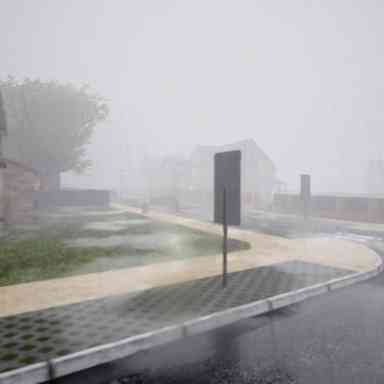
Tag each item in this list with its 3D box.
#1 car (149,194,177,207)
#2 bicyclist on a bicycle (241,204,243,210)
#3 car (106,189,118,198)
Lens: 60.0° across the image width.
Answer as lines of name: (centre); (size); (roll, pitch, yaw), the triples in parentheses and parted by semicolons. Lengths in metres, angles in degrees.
car: (-3.201, 0.893, 36.270); (1.994, 1.385, 4.181); (1, 1, -27)
bicyclist on a bicycle: (3.787, 0.883, 29.019); (1.656, 1.620, 0.582); (1, 1, -27)
car: (-14.233, 0.295, 57.841); (1.837, 1.490, 4.892); (1, 1, -27)
